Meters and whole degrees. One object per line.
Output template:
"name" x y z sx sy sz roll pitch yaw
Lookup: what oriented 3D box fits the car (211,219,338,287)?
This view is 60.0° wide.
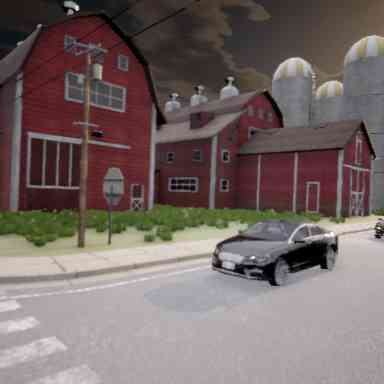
"car" 2.628 1.572 9.772 4.902 1.511 2.128 2 0 -45

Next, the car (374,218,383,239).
"car" 12.110 1.940 19.183 4.892 1.490 1.837 3 0 -45
